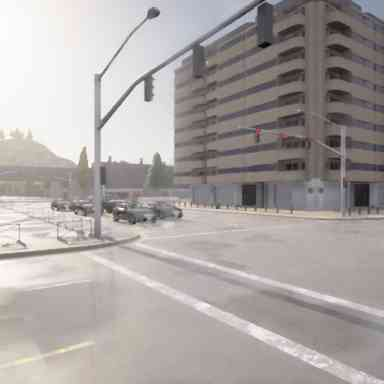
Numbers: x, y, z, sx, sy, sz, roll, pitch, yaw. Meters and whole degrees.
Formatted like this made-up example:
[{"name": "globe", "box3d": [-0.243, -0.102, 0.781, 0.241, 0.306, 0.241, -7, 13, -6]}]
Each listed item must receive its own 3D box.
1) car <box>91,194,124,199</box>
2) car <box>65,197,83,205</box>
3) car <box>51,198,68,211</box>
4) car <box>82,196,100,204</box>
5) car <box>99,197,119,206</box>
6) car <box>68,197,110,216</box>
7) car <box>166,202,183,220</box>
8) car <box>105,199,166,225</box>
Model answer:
[{"name": "car", "box3d": [-9.049, 1.274, 37.334, 2.150, 2.045, 5.566, 0, 0, -35]}, {"name": "car", "box3d": [-22.087, 1.614, 62.139, 1.994, 1.385, 4.181, 0, 0, -35]}, {"name": "car", "box3d": [-16.189, 1.543, 41.375, 2.128, 1.511, 4.902, 0, 0, -35]}, {"name": "car", "box3d": [-19.679, 1.527, 64.794, 1.882, 1.535, 5.008, 0, 0, -35]}, {"name": "car", "box3d": [-14.280, 1.575, 57.170, 1.812, 1.442, 4.674, 0, 0, -35]}, {"name": "car", "box3d": [-10.327, 1.544, 33.085, 2.128, 1.511, 4.902, 0, 0, -35]}, {"name": "car", "box3d": [-2.633, 1.544, 28.276, 2.128, 1.511, 4.902, 0, 0, -35]}, {"name": "car", "box3d": [-4.306, 1.545, 24.582, 2.128, 1.511, 4.902, 0, 0, -35]}]
